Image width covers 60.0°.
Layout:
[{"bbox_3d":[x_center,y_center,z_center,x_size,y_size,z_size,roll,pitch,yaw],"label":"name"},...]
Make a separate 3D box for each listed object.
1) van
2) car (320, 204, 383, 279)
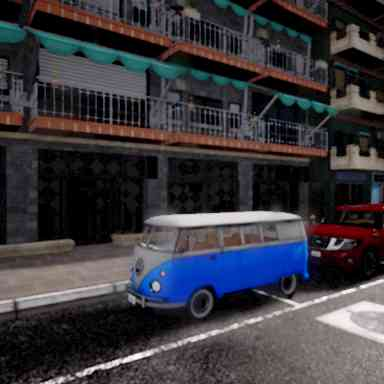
[{"bbox_3d":[0.682,1.335,6.977,3.998,1.788,1.690,0,0,-35],"label":"van"},{"bbox_3d":[5.333,1.309,10.202,5.009,1.841,2.192,0,0,-35],"label":"car"}]
